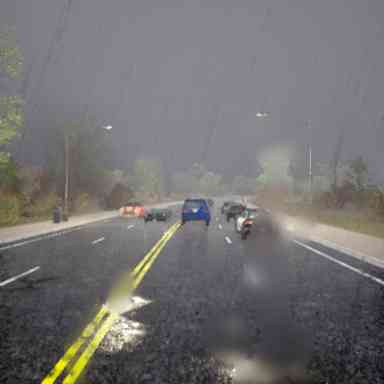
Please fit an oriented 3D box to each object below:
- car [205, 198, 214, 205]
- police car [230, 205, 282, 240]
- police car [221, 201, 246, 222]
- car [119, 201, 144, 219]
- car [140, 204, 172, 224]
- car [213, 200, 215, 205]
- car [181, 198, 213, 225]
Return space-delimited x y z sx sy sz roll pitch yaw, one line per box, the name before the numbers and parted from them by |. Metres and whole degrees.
car | 3.992 2.165 74.588 1.837 1.490 4.892 0 0 6
police car | 3.503 1.702 18.504 2.038 1.542 4.974 0 -1 2
police car | 3.887 1.726 29.532 1.930 1.638 5.238 0 -1 2
car | -5.786 1.688 33.072 2.097 1.767 4.553 0 -1 3
car | -2.774 1.886 27.707 1.895 1.301 4.718 0 -1 2
car | 2.524 2.050 58.534 1.837 1.490 4.892 0 0 5
car | 0.383 1.499 26.747 2.150 2.045 5.566 0 0 4
